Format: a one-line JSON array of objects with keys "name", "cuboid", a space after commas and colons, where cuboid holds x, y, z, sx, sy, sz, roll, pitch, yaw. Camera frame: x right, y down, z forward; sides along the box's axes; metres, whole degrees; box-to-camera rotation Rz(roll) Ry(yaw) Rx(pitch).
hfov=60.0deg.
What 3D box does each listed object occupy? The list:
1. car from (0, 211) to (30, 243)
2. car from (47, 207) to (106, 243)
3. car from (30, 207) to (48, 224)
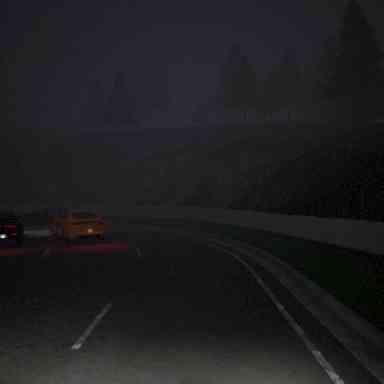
[{"name": "car", "cuboid": [-9.641, 1.684, 16.320, 1.837, 1.490, 4.892, 3, -2, -38]}, {"name": "car", "cuboid": [-6.086, 1.672, 17.589, 1.882, 1.535, 5.008, 2, -1, -32]}, {"name": "car", "cuboid": [-10.741, 1.825, 25.313, 5.357, 1.411, 2.033, 0, -1, 20]}]
